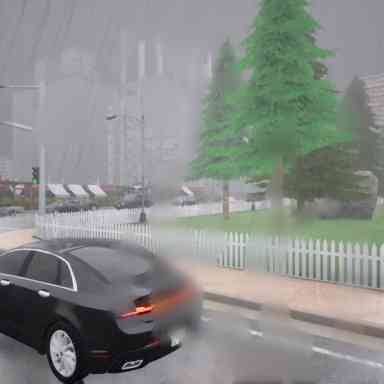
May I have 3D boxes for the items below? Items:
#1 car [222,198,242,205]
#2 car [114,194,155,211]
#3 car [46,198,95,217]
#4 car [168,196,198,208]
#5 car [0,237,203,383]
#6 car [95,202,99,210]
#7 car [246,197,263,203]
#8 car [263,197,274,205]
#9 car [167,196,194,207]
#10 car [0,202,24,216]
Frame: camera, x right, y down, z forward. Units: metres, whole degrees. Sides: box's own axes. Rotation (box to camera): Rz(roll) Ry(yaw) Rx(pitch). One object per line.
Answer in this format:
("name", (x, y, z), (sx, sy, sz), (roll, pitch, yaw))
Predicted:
("car", (6.403, 1.526, 53.270), (1.812, 1.442, 4.674), (0, 0, 34))
("car", (-6.804, 1.221, 40.240), (2.150, 2.045, 5.566), (0, 0, 34))
("car", (-12.276, 1.491, 32.092), (2.128, 1.511, 4.902), (0, 0, 34))
("car", (-1.101, 1.352, 48.703), (2.097, 1.767, 4.553), (0, 0, 34))
("car", (-2.121, 1.505, 5.440), (4.892, 1.490, 1.837), (0, 0, 36))
("car", (-12.835, 1.478, 37.538), (1.882, 1.535, 5.008), (0, 0, 34))
("car", (11.889, 1.221, 61.459), (2.150, 2.045, 5.566), (0, 0, 34))
("car", (14.987, 1.564, 59.794), (1.994, 1.385, 4.181), (0, 0, 34))
("car", (-1.834, 1.505, 53.865), (1.837, 1.490, 4.892), (0, 0, 34))
("car", (-17.970, 1.601, 30.006), (1.895, 1.301, 4.718), (0, 0, 36))
